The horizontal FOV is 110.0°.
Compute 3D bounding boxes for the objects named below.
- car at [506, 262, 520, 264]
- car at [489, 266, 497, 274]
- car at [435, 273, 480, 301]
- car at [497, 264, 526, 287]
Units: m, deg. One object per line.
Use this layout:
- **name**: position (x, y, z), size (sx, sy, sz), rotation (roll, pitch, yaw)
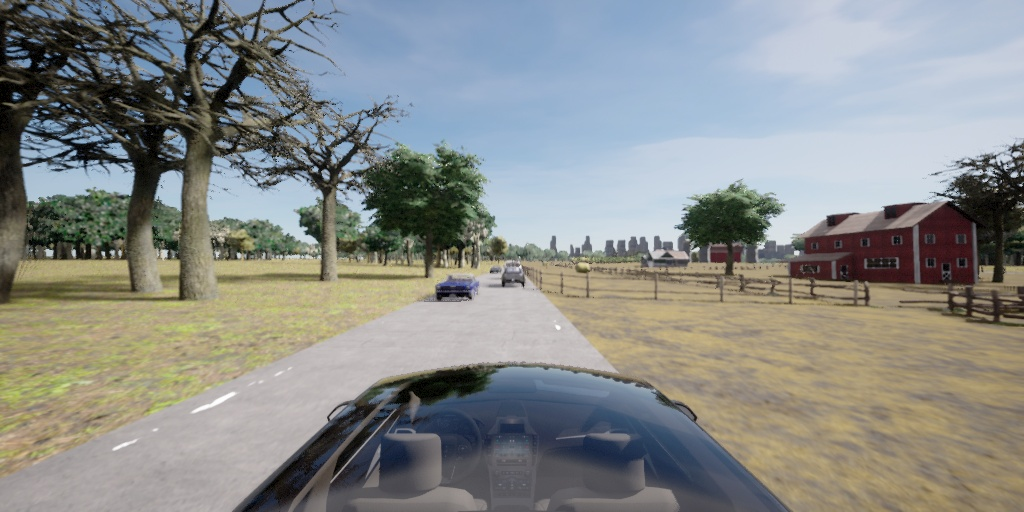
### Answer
- **car**: position (0.115, 1.683, 43.416), size (2.150, 2.045, 5.566), rotation (0, -1, 0)
- **car**: position (-2.777, 2.407, 61.658), size (1.994, 1.385, 4.181), rotation (0, -1, 0)
- **car**: position (-2.841, 1.621, 19.421), size (1.895, 1.301, 4.718), rotation (0, -1, 0)
- **car**: position (0.106, 1.688, 29.812), size (2.128, 1.511, 4.902), rotation (0, -1, 0)
